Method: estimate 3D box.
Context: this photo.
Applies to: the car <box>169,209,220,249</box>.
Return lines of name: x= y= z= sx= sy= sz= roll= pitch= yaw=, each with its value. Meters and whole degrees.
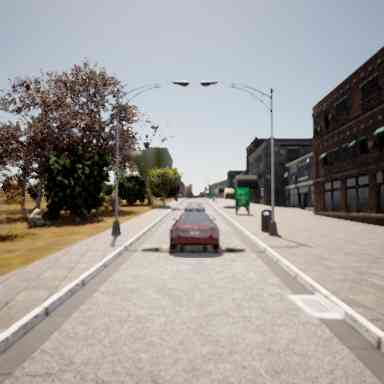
car: x=0.112 y=1.563 z=14.289 sx=1.994 sy=1.385 sz=4.181 roll=0 pitch=-2 yaw=0

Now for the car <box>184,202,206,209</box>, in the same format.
car: x=0.243 y=1.560 z=29.055 sx=2.033 sy=1.411 sz=5.357 roll=0 pitch=0 yaw=1
